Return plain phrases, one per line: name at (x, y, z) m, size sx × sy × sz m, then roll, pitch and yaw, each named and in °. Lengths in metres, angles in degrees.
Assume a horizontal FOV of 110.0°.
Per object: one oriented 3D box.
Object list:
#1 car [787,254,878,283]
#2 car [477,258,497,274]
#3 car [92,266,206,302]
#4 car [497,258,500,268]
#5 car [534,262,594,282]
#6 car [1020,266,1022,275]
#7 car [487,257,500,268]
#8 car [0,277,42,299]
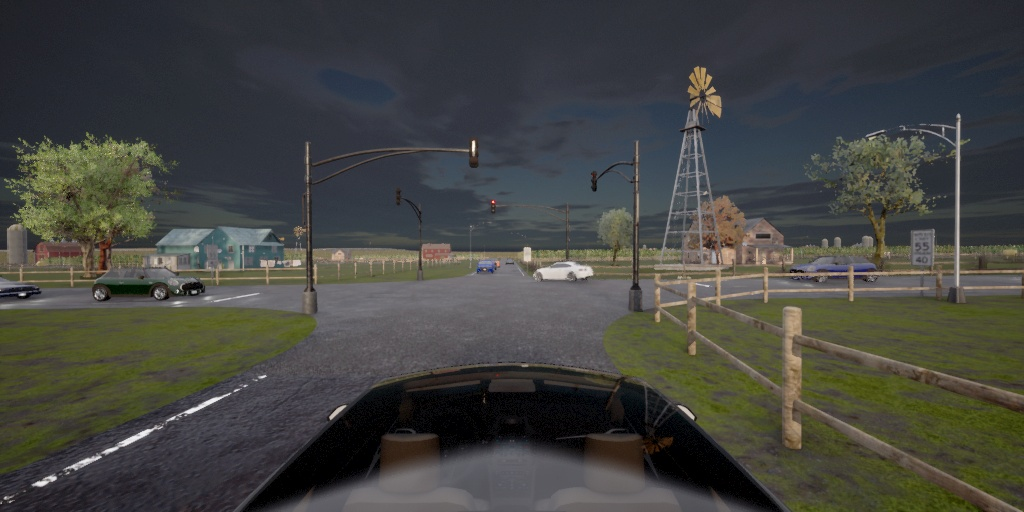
car at (20.386, 0.768, 22.965) m, size 4.553 × 1.767 × 2.097 m, roll -1°, pitch 1°, yaw 0°
car at (-3.045, 1.221, 41.958) m, size 1.882 × 1.535 × 5.008 m, roll 0°, pitch 0°, yaw -1°
car at (-19.175, 1.371, 19.086) m, size 4.553 × 1.767 × 2.097 m, roll -1°, pitch 1°, yaw 0°
car at (-3.115, 1.291, 51.862) m, size 2.033 × 1.411 × 5.357 m, roll 0°, pitch 0°, yaw -1°
car at (3.762, 1.145, 26.418) m, size 4.674 × 1.442 × 1.812 m, roll -2°, pitch 0°, yaw 41°
car at (35.955, 0.562, 23.028) m, size 4.553 × 1.767 × 2.097 m, roll -1°, pitch 1°, yaw 0°
car at (-3.161, 1.097, 61.896) m, size 2.097 × 1.767 × 4.553 m, roll 0°, pitch 0°, yaw 0°
car at (-28.693, 1.697, 19.043) m, size 5.357 × 1.411 × 2.033 m, roll -1°, pitch 1°, yaw 0°
